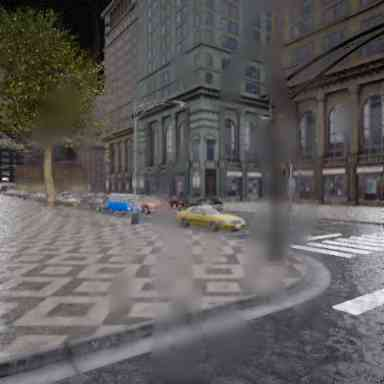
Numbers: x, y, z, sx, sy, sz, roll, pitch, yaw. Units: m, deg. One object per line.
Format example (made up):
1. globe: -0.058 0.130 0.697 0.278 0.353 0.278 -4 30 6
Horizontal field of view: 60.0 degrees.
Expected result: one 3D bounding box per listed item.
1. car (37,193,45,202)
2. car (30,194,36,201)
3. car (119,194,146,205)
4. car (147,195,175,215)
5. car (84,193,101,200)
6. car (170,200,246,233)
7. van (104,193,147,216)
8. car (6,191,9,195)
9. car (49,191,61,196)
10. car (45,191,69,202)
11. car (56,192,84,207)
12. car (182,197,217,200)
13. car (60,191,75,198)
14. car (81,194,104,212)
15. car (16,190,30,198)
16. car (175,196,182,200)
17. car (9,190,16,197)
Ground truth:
1. car: -21.825 0.874 50.867 2.008 1.369 4.403 1 0 -35
2. car: -25.061 0.793 55.458 2.008 1.369 4.403 1 0 -35
3. car: -8.388 1.009 46.601 2.008 1.369 4.403 1 0 -35
4. car: -3.847 1.048 29.967 2.097 1.767 4.553 0 1 -35
5. car: -18.096 0.796 60.374 1.802 1.307 4.206 1 0 -35
6. car: 0.929 1.361 18.578 1.752 1.417 4.829 0 0 -35
7. van: -5.641 1.054 27.905 1.690 1.788 3.998 1 0 -35
8. car: -44.478 0.217 83.006 1.967 1.590 4.097 1 0 -35
9. car: -34.277 0.407 83.328 1.802 1.307 4.206 1 0 -35
10. car: -18.588 0.955 46.275 2.008 1.369 4.403 1 0 -35
11. car: -15.254 1.014 41.545 1.752 1.417 4.829 1 0 -35
12. car: 1.321 1.251 32.824 1.947 1.339 4.313 1 0 -35
13. car: -27.804 0.523 74.146 1.887 1.381 4.507 1 0 -35
14. car: -8.879 1.193 32.497 2.008 1.369 4.403 1 0 -35
15. car: -34.768 0.446 69.231 1.967 1.590 4.097 1 0 -35
16. car: -1.914 1.160 37.415 1.887 1.381 4.507 1 0 -35
17. car: -41.241 0.293 78.414 1.967 1.590 4.097 1 0 -35
